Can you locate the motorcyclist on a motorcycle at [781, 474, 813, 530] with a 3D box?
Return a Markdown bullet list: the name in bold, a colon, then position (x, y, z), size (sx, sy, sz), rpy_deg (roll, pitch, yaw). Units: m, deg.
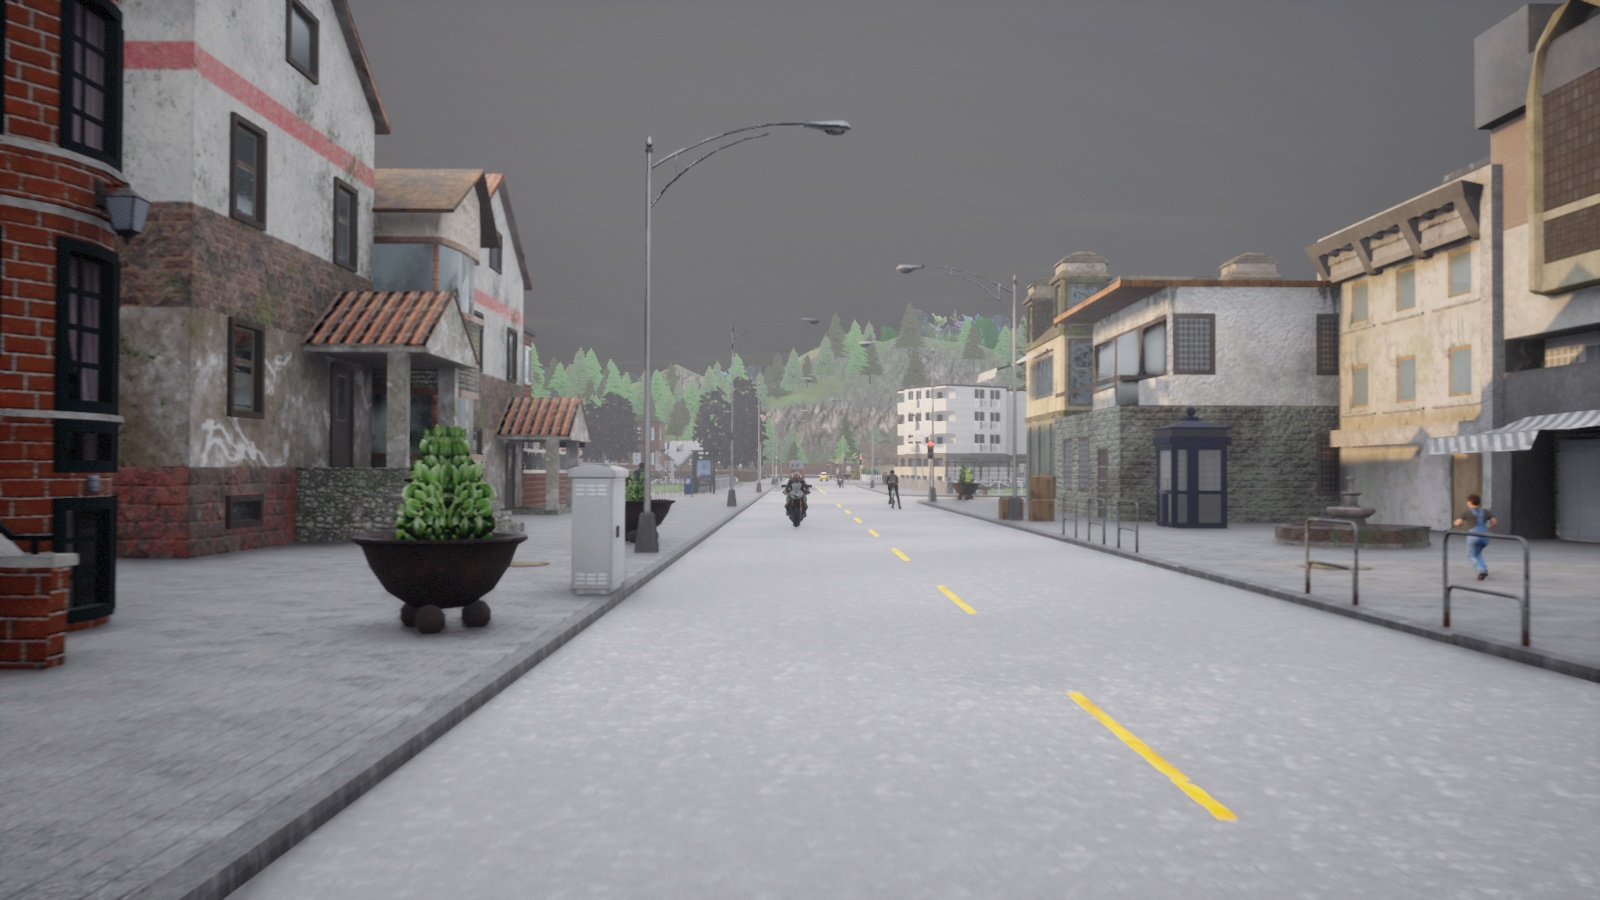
- **motorcyclist on a motorcycle**: position (-0.087, 1.444, 35.455), size (0.866, 1.530, 2.191), rpy_deg (0, -1, 0)
